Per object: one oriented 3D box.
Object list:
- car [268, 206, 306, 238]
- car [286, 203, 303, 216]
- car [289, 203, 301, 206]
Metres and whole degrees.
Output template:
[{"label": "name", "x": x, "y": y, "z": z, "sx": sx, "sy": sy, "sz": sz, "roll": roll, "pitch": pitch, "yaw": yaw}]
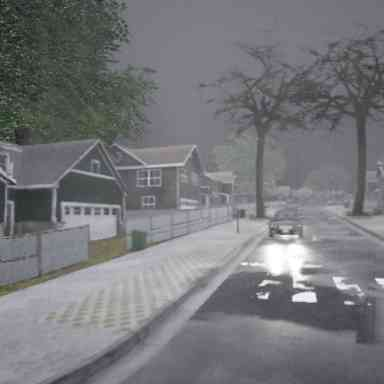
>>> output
[{"label": "car", "x": 5.759, "y": 1.869, "z": 20.141, "sx": 2.128, "sy": 1.511, "sz": 4.902, "roll": -2, "pitch": -2, "yaw": 18}, {"label": "car", "x": 13.488, "y": 2.241, "z": 43.696, "sx": 1.882, "sy": 1.535, "sz": 5.008, "roll": -2, "pitch": -2, "yaw": 18}, {"label": "car", "x": 9.621, "y": 2.059, "z": 31.962, "sx": 2.128, "sy": 1.511, "sz": 4.902, "roll": -2, "pitch": -2, "yaw": 18}]
